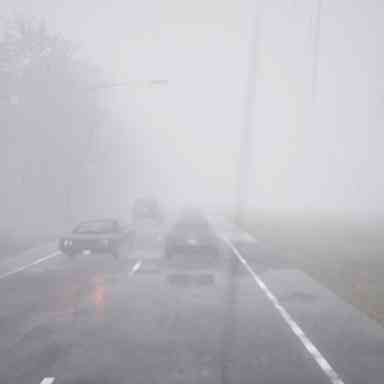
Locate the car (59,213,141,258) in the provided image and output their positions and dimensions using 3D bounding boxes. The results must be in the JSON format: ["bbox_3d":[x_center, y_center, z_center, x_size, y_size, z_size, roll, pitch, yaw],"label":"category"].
[{"bbox_3d":[-3.475,1.736,13.266,1.895,1.301,4.718,0,-1,1],"label":"car"}]

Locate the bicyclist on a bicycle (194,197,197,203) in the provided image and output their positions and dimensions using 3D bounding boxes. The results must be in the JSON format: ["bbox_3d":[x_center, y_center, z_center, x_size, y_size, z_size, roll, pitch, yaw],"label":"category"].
[{"bbox_3d":[1.000,2.393,92.394,0.582,1.620,1.656,0,-1,0],"label":"bicyclist on a bicycle"}]

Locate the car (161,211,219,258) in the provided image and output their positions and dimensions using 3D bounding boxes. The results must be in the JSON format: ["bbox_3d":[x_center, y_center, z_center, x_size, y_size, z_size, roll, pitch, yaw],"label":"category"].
[{"bbox_3d":[0.028,1.702,13.464,1.994,1.385,4.181,0,0,1],"label":"car"}]

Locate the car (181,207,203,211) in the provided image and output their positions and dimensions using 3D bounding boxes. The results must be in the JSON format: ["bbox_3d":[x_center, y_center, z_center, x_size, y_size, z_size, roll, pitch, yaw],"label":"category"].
[{"bbox_3d":[0.031,1.888,28.271,1.895,1.301,4.718,0,-1,0],"label":"car"}]

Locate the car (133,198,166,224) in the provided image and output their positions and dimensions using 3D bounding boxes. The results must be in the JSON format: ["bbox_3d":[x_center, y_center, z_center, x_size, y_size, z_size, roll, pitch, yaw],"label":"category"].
[{"bbox_3d":[-3.478,1.505,27.615,2.150,2.045,5.566,0,0,0],"label":"car"}]
